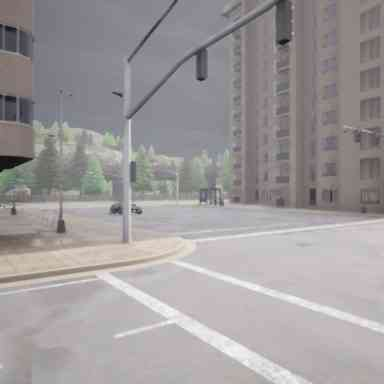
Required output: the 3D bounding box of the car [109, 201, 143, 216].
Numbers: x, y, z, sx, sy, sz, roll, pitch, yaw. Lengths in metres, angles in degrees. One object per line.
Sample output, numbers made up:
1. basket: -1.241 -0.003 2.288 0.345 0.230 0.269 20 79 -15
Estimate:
1. car: -6.470 1.558 32.431 1.994 1.385 4.181 0 0 -36
